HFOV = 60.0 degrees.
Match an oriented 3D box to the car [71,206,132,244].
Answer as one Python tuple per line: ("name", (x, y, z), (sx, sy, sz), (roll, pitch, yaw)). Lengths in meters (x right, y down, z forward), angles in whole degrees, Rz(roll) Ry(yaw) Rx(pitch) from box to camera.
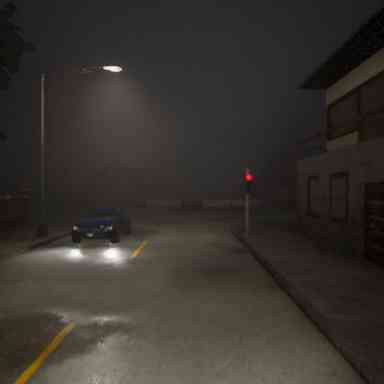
("car", (-3.972, 1.407, 15.366), (1.812, 1.442, 4.674), (0, 0, 0))
